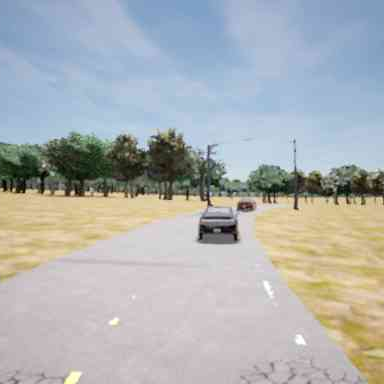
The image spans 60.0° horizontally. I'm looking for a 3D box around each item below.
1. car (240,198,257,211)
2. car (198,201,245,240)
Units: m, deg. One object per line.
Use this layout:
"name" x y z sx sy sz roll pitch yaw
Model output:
"car" 6.657 1.503 40.169 1.882 1.535 5.008 -1 -1 17
"car" 1.410 1.455 16.872 2.128 1.511 4.902 0 0 7
